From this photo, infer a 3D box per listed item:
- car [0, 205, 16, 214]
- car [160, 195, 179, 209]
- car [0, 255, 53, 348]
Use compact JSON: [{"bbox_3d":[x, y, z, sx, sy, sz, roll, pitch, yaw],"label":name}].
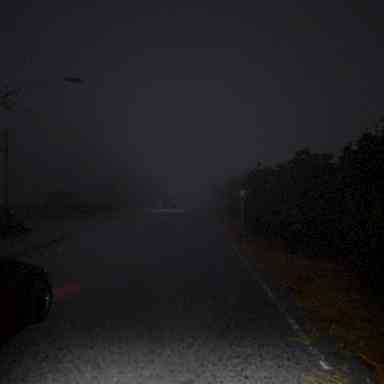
[{"bbox_3d":[-16.849,1.661,27.480,4.181,1.385,1.994,0,0,-1],"label":"car"},{"bbox_3d":[-3.572,1.452,50.554,2.150,2.045,5.566,0,-1,0],"label":"car"},{"bbox_3d":[-3.566,1.585,4.463,1.994,1.385,4.181,0,0,1],"label":"car"}]
